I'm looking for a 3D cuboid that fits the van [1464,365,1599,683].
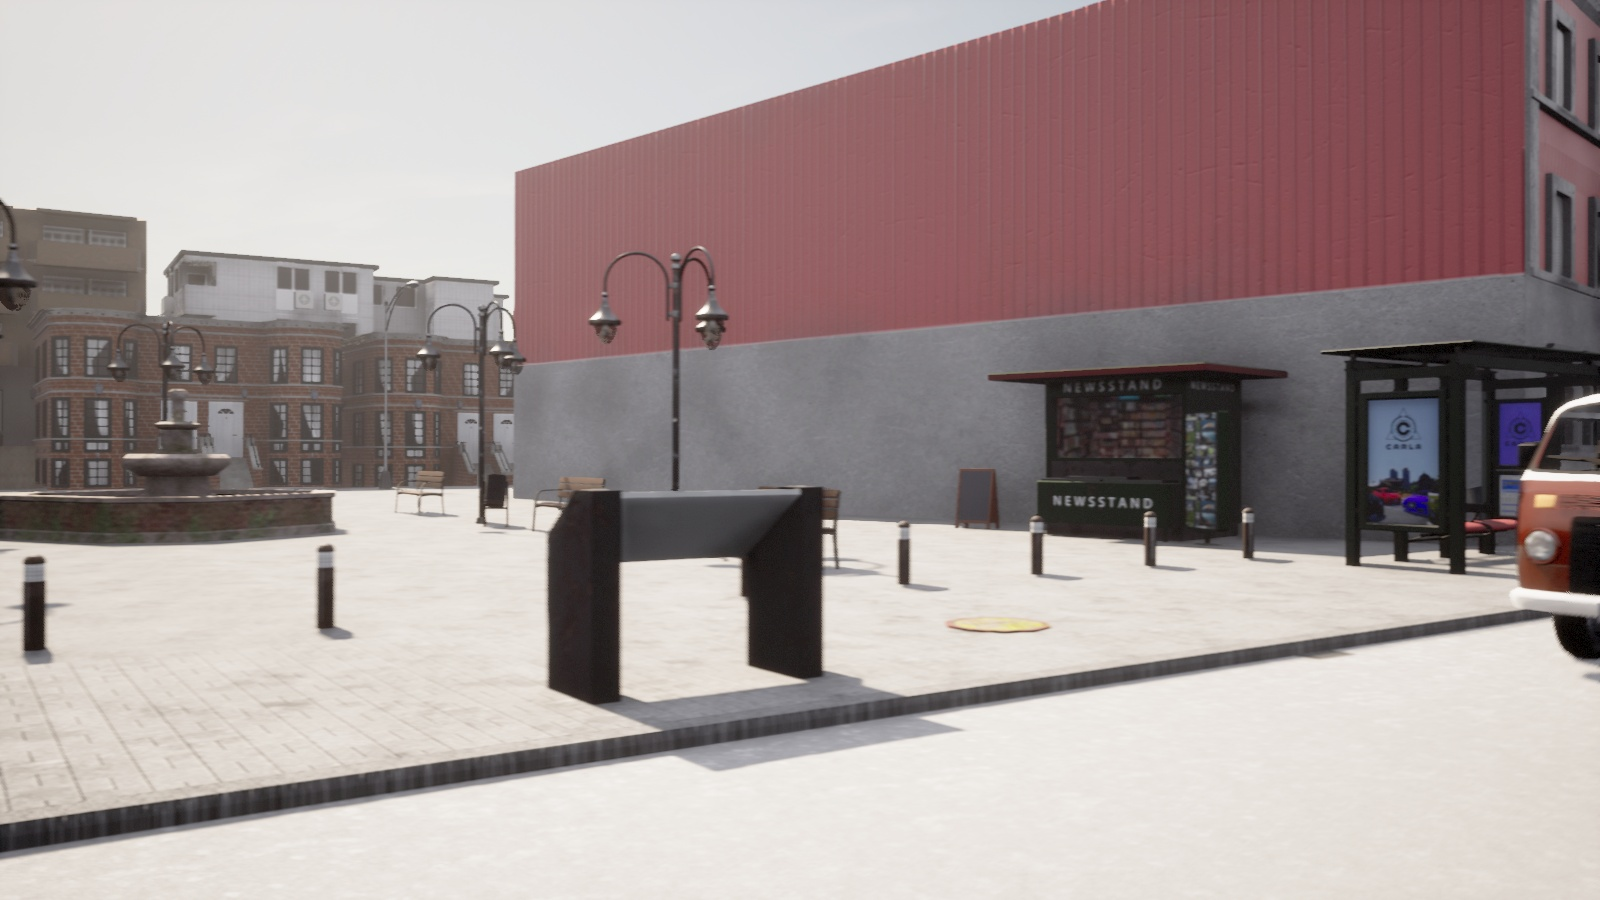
[{"bbox_3d":[7.062,0.476,9.185,4.480,2.038,2.069,0,0,-35],"label":"van"}]
